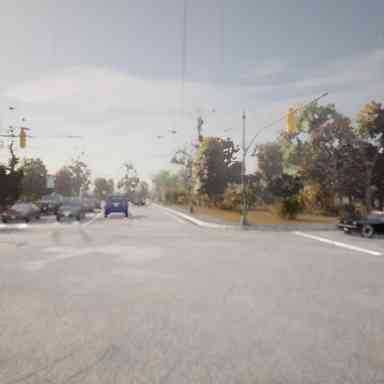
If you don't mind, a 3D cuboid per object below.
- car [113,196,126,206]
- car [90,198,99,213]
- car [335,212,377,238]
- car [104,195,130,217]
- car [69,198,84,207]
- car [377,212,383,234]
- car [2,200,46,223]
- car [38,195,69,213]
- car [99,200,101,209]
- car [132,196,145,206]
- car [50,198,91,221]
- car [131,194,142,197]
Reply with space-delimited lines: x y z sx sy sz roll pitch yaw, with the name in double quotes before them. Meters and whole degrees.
"car" -12.942 1.554 59.317 2.097 1.767 4.553 0 0 -12
"car" -12.068 1.600 37.858 1.837 1.490 4.892 0 0 -11
"car" 10.410 1.729 18.149 4.718 1.301 1.895 1 0 -8
"car" -7.268 1.293 32.311 2.150 2.045 5.566 0 0 -11
"car" -19.420 1.709 56.059 1.837 1.490 4.892 0 0 -12
"car" 11.182 1.631 14.706 4.892 1.490 1.837 1 0 -9
"car" -13.526 1.604 26.715 1.812 1.442 4.674 0 0 -10
"car" -15.302 1.321 36.169 2.150 2.045 5.566 0 0 -11
"car" -14.131 1.631 47.940 2.128 1.511 4.902 0 0 -12
"car" -9.369 1.791 59.282 1.895 1.301 4.718 0 0 -12
"car" -10.302 1.565 28.612 2.128 1.511 4.902 0 0 -10
"car" -11.414 1.377 69.056 2.150 2.045 5.566 0 0 -11
